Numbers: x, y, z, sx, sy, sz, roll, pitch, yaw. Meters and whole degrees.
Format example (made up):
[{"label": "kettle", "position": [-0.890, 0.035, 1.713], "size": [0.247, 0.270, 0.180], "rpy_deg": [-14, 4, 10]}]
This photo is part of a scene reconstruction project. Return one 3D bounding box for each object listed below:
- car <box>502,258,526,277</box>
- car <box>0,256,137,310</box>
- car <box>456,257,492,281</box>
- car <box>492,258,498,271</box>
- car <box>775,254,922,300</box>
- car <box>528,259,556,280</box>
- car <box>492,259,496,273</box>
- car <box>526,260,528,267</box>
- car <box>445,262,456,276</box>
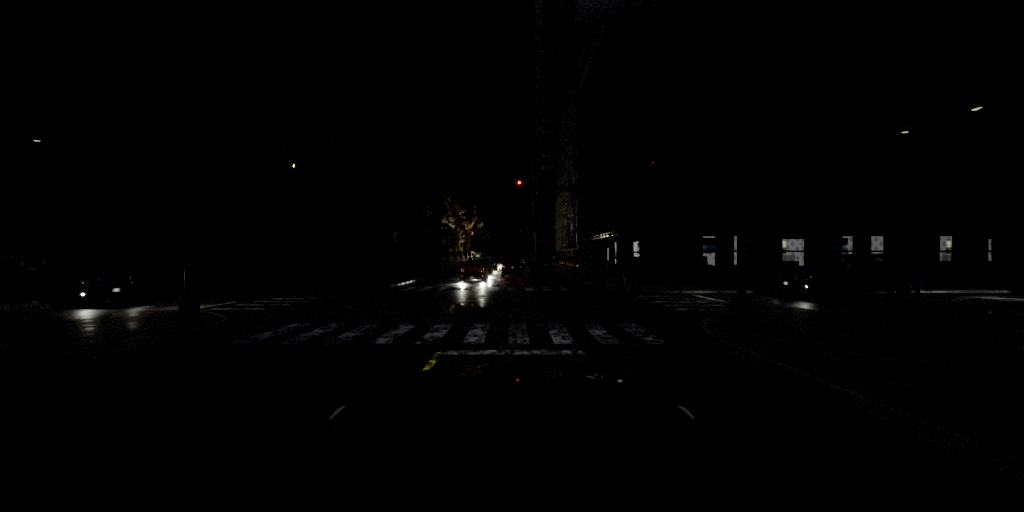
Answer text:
[{"label": "car", "position": [0.063, 1.104, 35.615], "size": [2.097, 1.767, 4.553], "rpy_deg": [0, 0, 0]}, {"label": "car", "position": [-18.583, 1.016, 14.398], "size": [5.566, 2.045, 2.150], "rpy_deg": [0, 0, 1]}, {"label": "car", "position": [-3.112, 1.104, 30.034], "size": [2.097, 1.767, 4.553], "rpy_deg": [0, 0, 0]}, {"label": "car", "position": [-3.109, 1.104, 49.798], "size": [2.097, 1.767, 4.553], "rpy_deg": [0, 0, 0]}, {"label": "car", "position": [15.705, 0.925, 16.895], "size": [5.566, 2.045, 2.150], "rpy_deg": [0, 0, 1]}, {"label": "car", "position": [2.678, 1.191, 30.861], "size": [1.967, 1.591, 4.097], "rpy_deg": [0, 0, 0]}, {"label": "car", "position": [-3.115, 1.353, 39.822], "size": [1.895, 1.301, 4.718], "rpy_deg": [0, 0, 0]}, {"label": "car", "position": [2.675, 1.318, 36.541], "size": [1.948, 1.339, 4.313], "rpy_deg": [0, 0, 0]}, {"label": "car", "position": [-5.706, 1.297, 36.535], "size": [1.888, 1.381, 4.507], "rpy_deg": [0, 0, 0]}]
